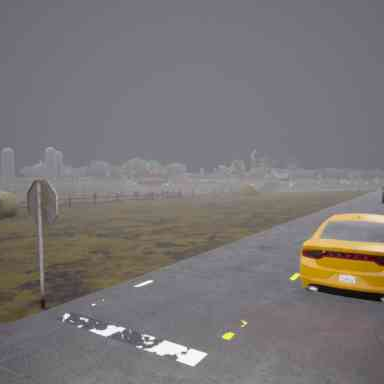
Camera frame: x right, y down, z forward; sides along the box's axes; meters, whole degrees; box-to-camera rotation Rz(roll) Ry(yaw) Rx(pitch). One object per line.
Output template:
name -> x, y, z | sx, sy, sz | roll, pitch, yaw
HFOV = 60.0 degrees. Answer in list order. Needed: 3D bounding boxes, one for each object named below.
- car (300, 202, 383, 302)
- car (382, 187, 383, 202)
car -> 3.944, 1.231, 7.673 | 1.882, 1.535, 5.008 | 0, 2, 33
car -> 20.068, 0.054, 32.760 | 2.150, 2.045, 5.566 | 0, 2, 33
